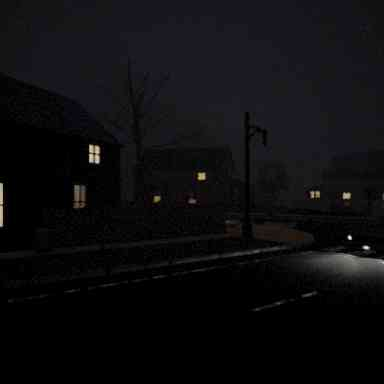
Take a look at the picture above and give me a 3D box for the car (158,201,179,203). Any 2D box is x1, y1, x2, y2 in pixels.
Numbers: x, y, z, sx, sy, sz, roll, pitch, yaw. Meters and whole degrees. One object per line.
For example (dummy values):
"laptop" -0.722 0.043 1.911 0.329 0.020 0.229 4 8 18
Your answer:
"car" -1.553 1.447 25.443 4.892 1.490 1.837 1 0 22

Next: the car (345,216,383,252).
"car" 8.458 1.645 13.546 5.357 1.411 2.033 0 0 -35
